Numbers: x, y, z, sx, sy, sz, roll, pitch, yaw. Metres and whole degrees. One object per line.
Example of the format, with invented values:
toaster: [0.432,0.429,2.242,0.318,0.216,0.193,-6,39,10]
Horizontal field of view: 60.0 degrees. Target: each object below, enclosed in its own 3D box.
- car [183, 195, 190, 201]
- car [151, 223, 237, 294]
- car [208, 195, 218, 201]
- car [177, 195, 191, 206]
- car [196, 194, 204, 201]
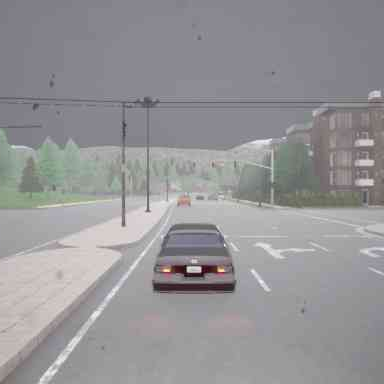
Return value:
car: [-1.445,1.523,85.522,1.812,1.442,4.674,0,0,0]
car: [0.050,1.547,8.951,2.033,1.411,5.357,0,0,0]
car: [5.555,1.539,85.562,2.033,1.411,5.357,0,0,0]
car: [-1.309,1.352,54.697,2.097,1.767,4.553,0,0,-1]
car: [2.055,1.477,85.558,1.882,1.535,5.008,0,0,0]
